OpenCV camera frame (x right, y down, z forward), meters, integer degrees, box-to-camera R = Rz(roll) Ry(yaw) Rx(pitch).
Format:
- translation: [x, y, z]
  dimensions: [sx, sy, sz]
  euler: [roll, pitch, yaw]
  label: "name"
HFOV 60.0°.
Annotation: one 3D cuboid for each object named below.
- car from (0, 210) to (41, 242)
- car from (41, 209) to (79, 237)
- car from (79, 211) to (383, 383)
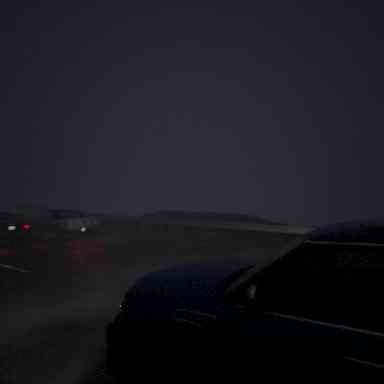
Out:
- translation: [-9.326, 1.508, 14.948]
  dimensions: [5.357, 1.411, 2.033]
  euler: [0, 0, 35]
  label: "car"
- translation: [-7.168, 1.561, 17.707]
  dimensions: [4.718, 1.301, 1.895]
  euler: [0, 0, 36]
  label: "car"
- translation: [1.729, 1.221, 2.760]
  dimensions: [5.566, 2.045, 2.150]
  euler: [0, 0, 36]
  label: "car"
